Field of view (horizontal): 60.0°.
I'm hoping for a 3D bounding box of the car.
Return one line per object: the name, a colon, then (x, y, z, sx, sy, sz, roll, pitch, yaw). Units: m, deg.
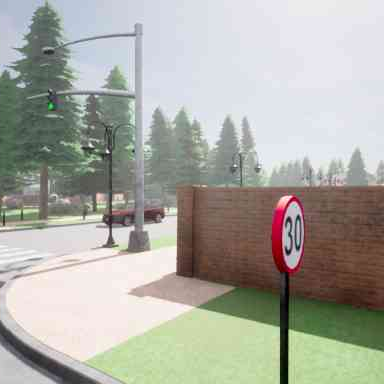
car: (-3.957, 1.464, 23.114, 1.882, 1.535, 5.008, 0, 0, 35)
